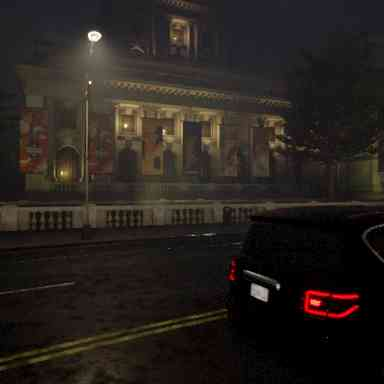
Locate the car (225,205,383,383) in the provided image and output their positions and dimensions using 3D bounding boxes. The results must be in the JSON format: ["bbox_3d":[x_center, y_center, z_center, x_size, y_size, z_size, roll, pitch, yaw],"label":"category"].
[{"bbox_3d":[3.153,1.224,5.035,5.566,2.045,2.150,0,0,-27],"label":"car"}]
